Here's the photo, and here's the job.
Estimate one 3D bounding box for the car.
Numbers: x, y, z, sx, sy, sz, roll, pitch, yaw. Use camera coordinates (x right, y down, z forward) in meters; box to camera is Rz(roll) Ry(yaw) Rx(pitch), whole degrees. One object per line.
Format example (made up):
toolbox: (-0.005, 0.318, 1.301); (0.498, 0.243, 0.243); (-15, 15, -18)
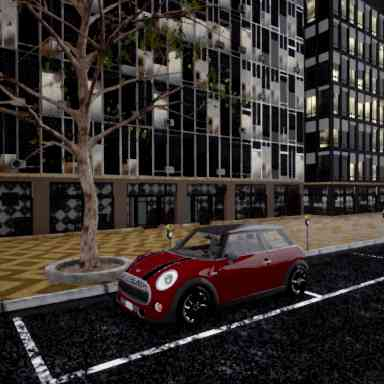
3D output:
car: (0.528, 1.439, 6.938); (4.097, 1.590, 1.967); (0, 0, -35)
